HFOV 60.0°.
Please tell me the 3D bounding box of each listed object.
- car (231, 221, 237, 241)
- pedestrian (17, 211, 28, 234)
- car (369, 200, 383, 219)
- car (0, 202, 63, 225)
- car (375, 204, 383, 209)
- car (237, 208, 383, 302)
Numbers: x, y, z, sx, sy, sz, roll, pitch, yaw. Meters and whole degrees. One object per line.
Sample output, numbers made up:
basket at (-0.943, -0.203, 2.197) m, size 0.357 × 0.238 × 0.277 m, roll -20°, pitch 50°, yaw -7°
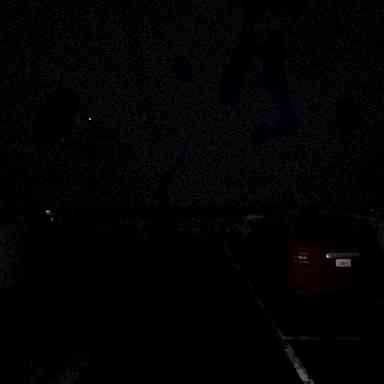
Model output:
car at (2.634, 1.525, 13.892) m, size 1.752 × 1.417 × 4.829 m, roll 0°, pitch 0°, yaw 0°
pedestrian at (-8.705, 1.502, 17.090) m, size 0.375 × 1.300 × 0.375 m, roll 0°, pitch 0°, yaw 0°
car at (17.413, 1.394, 26.733) m, size 5.357 × 1.411 × 2.033 m, roll 0°, pitch 0°, yaw 0°
car at (-11.799, 1.480, 23.940) m, size 4.553 × 1.767 × 2.097 m, roll -1°, pitch 0°, yaw 0°
car at (15.700, 1.348, 23.789) m, size 4.902 × 1.511 × 2.128 m, roll 0°, pitch 0°, yaw 0°
car at (2.635, 1.315, 8.177) m, size 2.192 × 1.841 × 5.009 m, roll 0°, pitch 0°, yaw 0°
